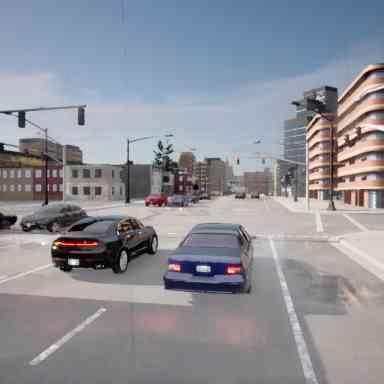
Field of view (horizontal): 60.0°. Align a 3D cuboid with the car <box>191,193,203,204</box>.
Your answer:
[{"bbox_3d":[-0.005,1.217,57.338,2.128,1.511,4.902,0,1,11],"label":"car"}]

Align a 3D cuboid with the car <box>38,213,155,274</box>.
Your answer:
[{"bbox_3d":[-2.511,1.505,10.700,1.837,1.490,4.892,0,0,11],"label":"car"}]

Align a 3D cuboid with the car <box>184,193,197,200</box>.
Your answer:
[{"bbox_3d":[-0.256,0.984,73.789,2.033,1.411,5.357,0,1,11],"label":"car"}]

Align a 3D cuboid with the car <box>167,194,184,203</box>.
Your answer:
[{"bbox_3d":[-2.932,1.210,60.501,1.812,1.442,4.674,0,1,13],"label":"car"}]

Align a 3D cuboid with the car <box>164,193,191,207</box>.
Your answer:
[{"bbox_3d":[-1.951,1.223,47.485,2.097,1.767,4.553,0,1,11],"label":"car"}]

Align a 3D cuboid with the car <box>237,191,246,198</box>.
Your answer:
[{"bbox_3d":[12.981,0.552,86.719,2.097,1.767,4.553,0,1,11],"label":"car"}]

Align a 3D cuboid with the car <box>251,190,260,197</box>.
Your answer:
[{"bbox_3d":[16.337,0.464,85.645,2.097,1.767,4.553,0,1,11],"label":"car"}]

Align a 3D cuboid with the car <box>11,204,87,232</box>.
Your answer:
[{"bbox_3d":[-8.024,1.497,19.719,1.837,1.490,4.892,0,0,12],"label":"car"}]

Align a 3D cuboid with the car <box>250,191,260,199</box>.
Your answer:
[{"bbox_3d":[14.335,0.881,75.441,2.128,1.511,4.902,0,1,11],"label":"car"}]

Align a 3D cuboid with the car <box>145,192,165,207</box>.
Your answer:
[{"bbox_3d":[-5.159,1.080,49.360,2.150,2.045,5.566,0,1,11],"label":"car"}]

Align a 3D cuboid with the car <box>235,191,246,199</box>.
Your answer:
[{"bbox_3d":[11.087,0.902,77.067,1.994,1.385,4.181,0,1,11],"label":"car"}]

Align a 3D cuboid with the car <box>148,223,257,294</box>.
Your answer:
[{"bbox_3d":[0.707,1.547,8.957,2.033,1.411,5.357,0,0,11],"label":"car"}]

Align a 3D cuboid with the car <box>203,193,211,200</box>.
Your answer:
[{"bbox_3d":[2.919,1.008,71.790,2.033,1.411,5.357,0,1,11],"label":"car"}]

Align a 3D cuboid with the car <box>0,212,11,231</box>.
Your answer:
[{"bbox_3d":[-11.929,1.601,18.165,1.895,1.301,4.718,0,0,11],"label":"car"}]
